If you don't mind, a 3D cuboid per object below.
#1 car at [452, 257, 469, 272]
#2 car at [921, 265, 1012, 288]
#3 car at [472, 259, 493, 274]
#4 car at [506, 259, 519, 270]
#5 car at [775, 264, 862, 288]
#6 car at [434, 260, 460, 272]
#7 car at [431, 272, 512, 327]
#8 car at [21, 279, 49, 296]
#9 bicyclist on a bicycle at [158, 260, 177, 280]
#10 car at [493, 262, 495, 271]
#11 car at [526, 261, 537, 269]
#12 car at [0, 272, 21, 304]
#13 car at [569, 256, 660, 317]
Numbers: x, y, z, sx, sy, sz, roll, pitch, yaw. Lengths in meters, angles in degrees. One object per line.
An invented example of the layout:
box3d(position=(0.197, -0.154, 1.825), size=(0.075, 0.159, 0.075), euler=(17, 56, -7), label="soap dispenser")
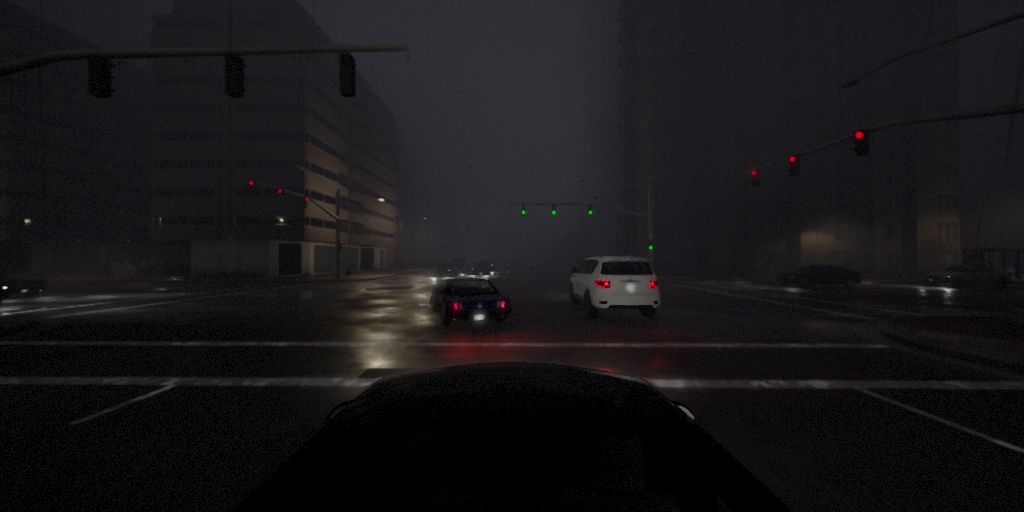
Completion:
box3d(position=(-7.076, 1.154, 48.213), size=(2.150, 2.045, 5.566), euler=(0, 0, 0), label="car")
box3d(position=(30.905, 1.365, 24.423), size=(4.674, 1.442, 1.812), euler=(0, 0, 1), label="car")
box3d(position=(-3.594, 1.414, 42.422), size=(1.837, 1.490, 4.892), euler=(0, 0, 0), label="car")
box3d(position=(0.090, 1.321, 57.398), size=(2.097, 1.767, 4.553), euler=(0, 0, 0), label="car")
box3d(position=(20.876, 1.317, 24.540), size=(5.008, 1.535, 1.882), euler=(0, 0, 1), label="car")
box3d(position=(-7.080, 1.420, 38.514), size=(1.812, 1.442, 4.674), euler=(0, 0, 0), label="car")
box3d(position=(-1.571, 1.391, 11.922), size=(1.895, 1.301, 4.718), euler=(0, 0, -18), label="car")
box3d(position=(-26.362, 1.414, 17.813), size=(4.718, 1.301, 1.895), euler=(0, 0, 1), label="car")
box3d(position=(-28.635, 1.161, 29.820), size=(0.582, 1.620, 1.656), euler=(0, 0, 1), label="bicyclist on a bicycle")
box3d(position=(-3.550, 1.300, 52.310), size=(2.097, 1.767, 4.553), euler=(0, 0, 1), label="car")
box3d(position=(3.497, 1.540, 63.494), size=(2.033, 1.411, 5.357), euler=(0, 0, 0), label="car")
box3d(position=(-23.316, 1.401, 14.283), size=(4.718, 1.301, 1.895), euler=(0, 0, 1), label="car")
box3d(position=(3.595, 1.019, 13.520), size=(2.150, 2.045, 5.566), euler=(0, 0, 0), label="car")
